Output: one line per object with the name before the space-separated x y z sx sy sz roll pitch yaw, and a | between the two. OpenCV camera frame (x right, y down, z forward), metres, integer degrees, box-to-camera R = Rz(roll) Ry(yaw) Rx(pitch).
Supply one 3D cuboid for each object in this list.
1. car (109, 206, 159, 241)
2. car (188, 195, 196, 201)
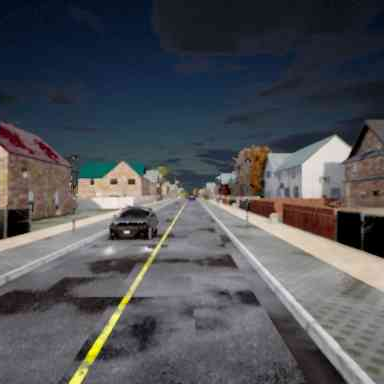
car | -2.835 1.477 16.977 1.882 1.535 5.008 0 0 0
car | 0.009 1.625 91.070 2.097 1.767 4.553 0 0 0
